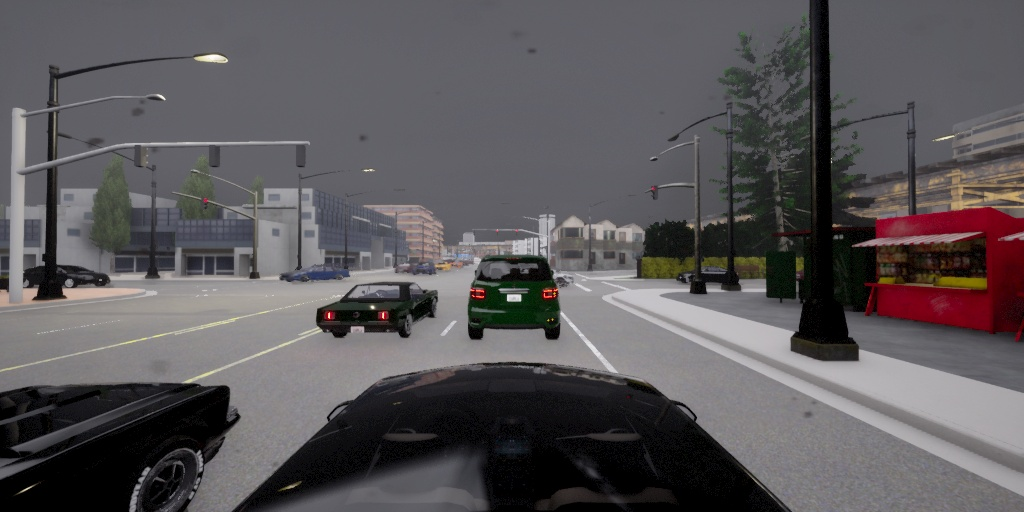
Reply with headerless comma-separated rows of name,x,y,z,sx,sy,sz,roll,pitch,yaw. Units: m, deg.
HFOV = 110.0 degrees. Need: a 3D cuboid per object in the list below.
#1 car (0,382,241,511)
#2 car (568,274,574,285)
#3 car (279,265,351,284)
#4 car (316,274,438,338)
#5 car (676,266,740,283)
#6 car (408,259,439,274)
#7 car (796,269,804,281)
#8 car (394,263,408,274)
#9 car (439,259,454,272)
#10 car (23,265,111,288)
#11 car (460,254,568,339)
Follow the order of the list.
car,-3.402,1.351,1.100,1.895,1.301,4.718,0,0,0
car,1.856,1.390,24.376,4.674,1.442,1.812,0,0,16
car,-16.215,1.477,29.929,2.033,1.411,5.357,0,-1,29
car,-3.438,1.368,10.240,1.895,1.301,4.718,0,0,0
car,14.745,1.448,27.112,4.181,1.385,1.994,0,-1,0
car,-10.481,1.431,42.816,2.097,1.767,4.553,0,0,-3
car,23.242,1.409,27.045,4.674,1.442,1.812,0,-1,1
car,-14.139,1.644,47.808,1.812,1.442,4.674,0,-1,0
car,-10.628,1.648,54.777,1.882,1.535,5.008,0,0,0
car,-29.644,1.344,23.742,4.892,1.490,1.837,0,-1,1
car,0.059,0.986,10.224,2.150,2.045,5.566,0,0,0
